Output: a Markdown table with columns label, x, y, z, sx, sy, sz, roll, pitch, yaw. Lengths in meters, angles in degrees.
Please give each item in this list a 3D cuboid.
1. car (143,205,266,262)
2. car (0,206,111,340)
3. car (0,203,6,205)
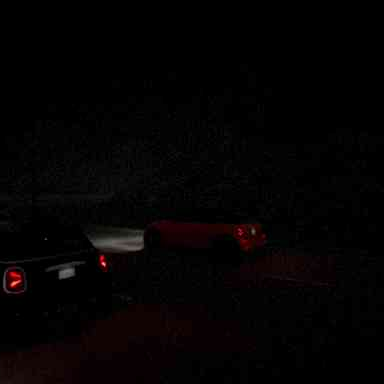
| label | x | y | z | sx | sy | sz | roll | pitch | yaw |
| --- | --- | --- | --- | --- | --- | --- | --- | --- | --- |
| car | 0.317 | 1.328 | 12.321 | 4.553 | 1.767 | 2.097 | 0 | 0 | 36 |
| car | -3.741 | 1.327 | 6.616 | 4.553 | 1.767 | 2.097 | 0 | 0 | 36 |
| car | -13.935 | 1.461 | 23.190 | 5.357 | 1.411 | 2.033 | 0 | 0 | 43 |
